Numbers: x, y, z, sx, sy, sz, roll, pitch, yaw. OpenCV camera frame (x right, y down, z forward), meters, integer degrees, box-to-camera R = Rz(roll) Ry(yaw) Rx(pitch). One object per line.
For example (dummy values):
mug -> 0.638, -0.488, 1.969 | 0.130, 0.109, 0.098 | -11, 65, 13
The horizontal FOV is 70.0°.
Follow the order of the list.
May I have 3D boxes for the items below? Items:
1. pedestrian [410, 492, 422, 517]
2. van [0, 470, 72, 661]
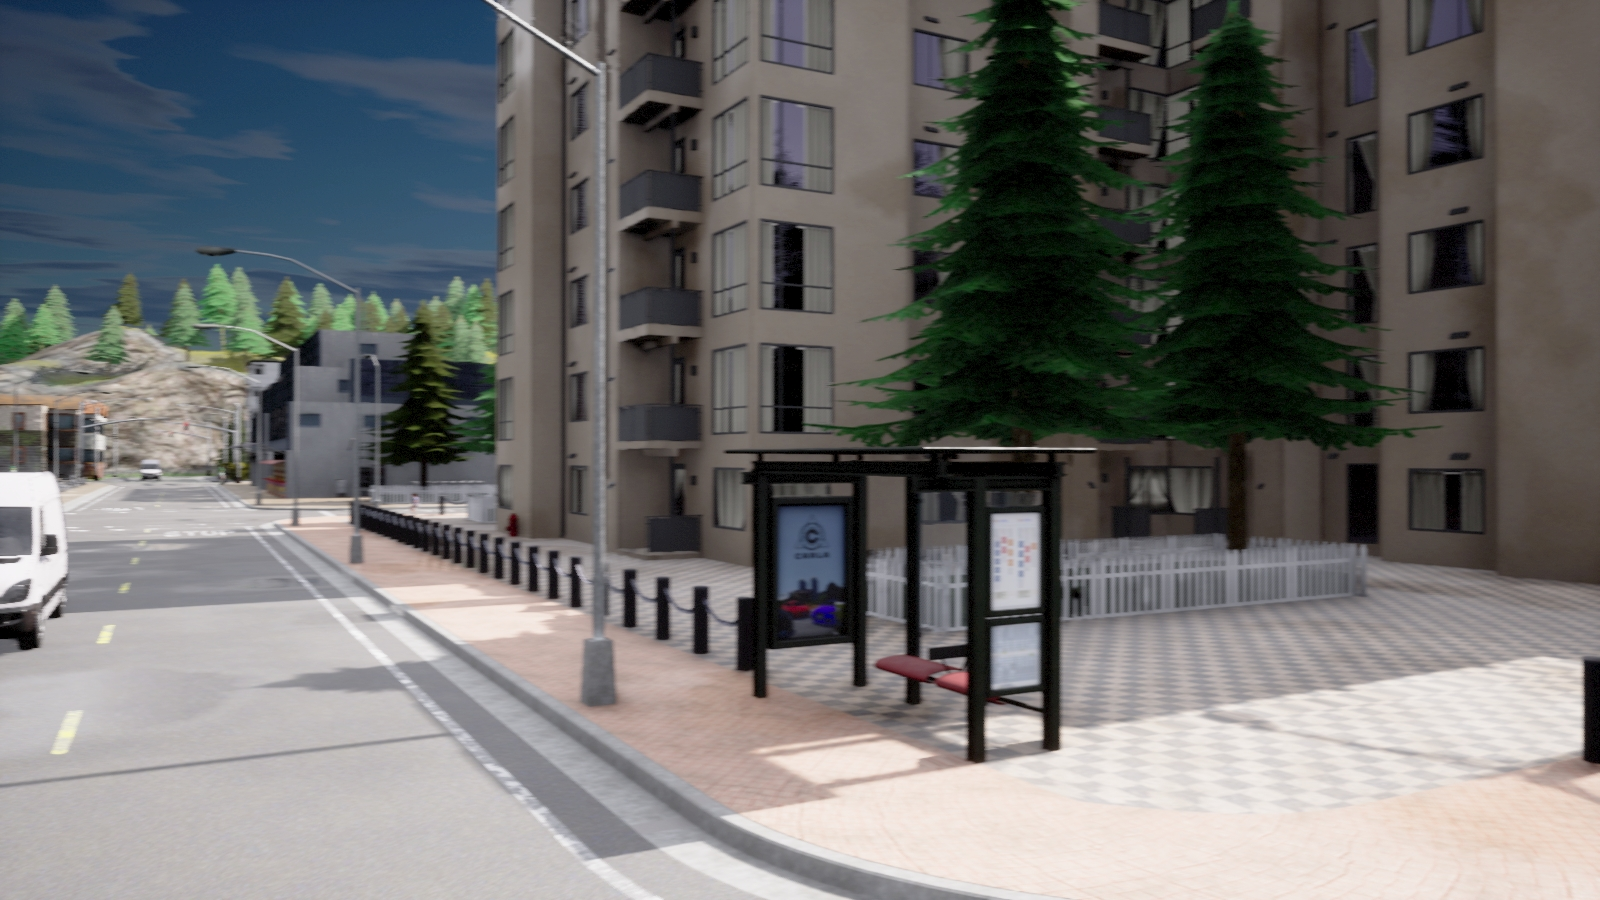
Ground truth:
pedestrian -> -17.139, 2.429, 51.026 | 0.500, 1.100, 0.500 | 0, 0, -17
van -> -12.940, 1.636, 18.067 | 1.988, 2.561, 5.915 | 0, 0, -29
